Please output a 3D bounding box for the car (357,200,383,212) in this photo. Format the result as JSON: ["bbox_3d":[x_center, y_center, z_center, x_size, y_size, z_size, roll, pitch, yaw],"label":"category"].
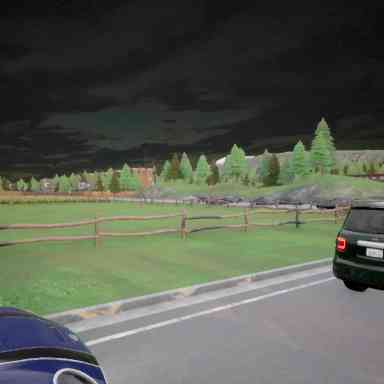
[{"bbox_3d":[21.656,1.601,38.063,1.895,1.301,4.718,0,0,-37],"label":"car"}]

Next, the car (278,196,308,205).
[{"bbox_3d":[18.303,1.477,60.389,1.882,1.535,5.008,0,0,-36],"label":"car"}]

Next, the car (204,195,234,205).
[{"bbox_3d":[4.442,1.564,55.602,1.994,1.385,4.181,0,0,-36],"label":"car"}]

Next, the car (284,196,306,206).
[{"bbox_3d":[16.721,1.548,56.604,2.033,1.411,5.357,0,0,-36],"label":"car"}]

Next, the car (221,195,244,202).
[{"bbox_3d":[8.839,1.437,73.420,2.033,1.411,5.357,0,0,-36],"label":"car"}]

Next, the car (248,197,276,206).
[{"bbox_3d":[12.028,1.525,57.093,1.812,1.442,4.674,0,0,-36],"label":"car"}]

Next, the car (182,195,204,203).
[{"bbox_3d":[-0.294,1.541,68.118,1.812,1.442,4.674,0,0,-36],"label":"car"}]

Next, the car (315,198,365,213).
[{"bbox_3d":[16.982,1.491,38.487,2.128,1.511,4.902,0,0,-36],"label":"car"}]

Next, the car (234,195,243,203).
[{"bbox_3d":[7.790,1.525,68.933,1.812,1.442,4.674,0,0,-36],"label":"car"}]

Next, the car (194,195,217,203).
[{"bbox_3d":[2.795,1.416,69.825,2.033,1.411,5.357,0,0,-36],"label":"car"}]

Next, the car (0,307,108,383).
[{"bbox_3d":[-2.727,1.352,1.795,4.553,1.767,2.097,0,0,-36],"label":"car"}]

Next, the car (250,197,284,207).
[{"bbox_3d":[11.469,1.504,51.923,1.837,1.490,4.892,0,0,-36],"label":"car"}]

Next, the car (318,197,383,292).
[{"bbox_3d":[5.552,1.221,7.728,5.566,2.045,2.150,0,0,-36],"label":"car"}]
